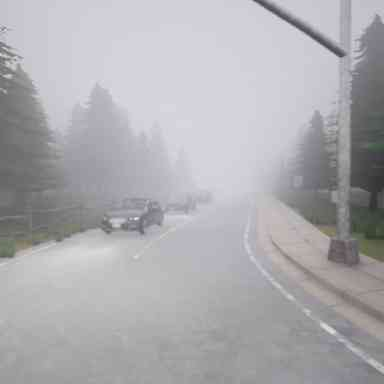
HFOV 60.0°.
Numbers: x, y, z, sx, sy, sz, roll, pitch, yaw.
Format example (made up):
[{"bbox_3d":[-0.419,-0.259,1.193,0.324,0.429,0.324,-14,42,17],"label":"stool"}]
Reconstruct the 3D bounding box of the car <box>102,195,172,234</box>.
[{"bbox_3d":[-2.699,1.055,16.096,2.128,1.511,4.902,0,2,9],"label":"car"}]

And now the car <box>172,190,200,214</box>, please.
[{"bbox_3d":[-0.894,0.818,25.973,1.812,1.442,4.674,0,2,11],"label":"car"}]

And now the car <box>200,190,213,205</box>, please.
[{"bbox_3d":[1.092,0.487,36.272,1.882,1.535,5.008,0,2,11],"label":"car"}]
